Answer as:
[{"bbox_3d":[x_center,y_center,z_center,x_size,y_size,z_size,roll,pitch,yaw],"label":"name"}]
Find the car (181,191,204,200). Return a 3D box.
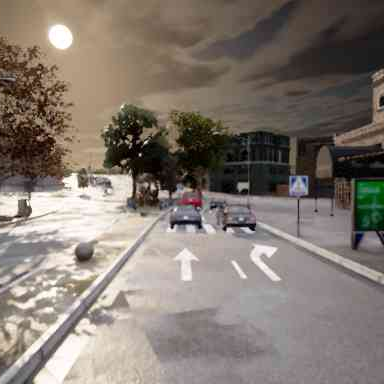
[{"bbox_3d":[0.061,0.919,36.955,2.150,2.045,5.566,0,1,4],"label":"car"}]

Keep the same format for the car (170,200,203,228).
[{"bbox_3d":[-0.399,1.447,21.452,1.994,1.385,4.181,0,0,-1],"label":"car"}]

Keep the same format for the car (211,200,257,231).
[{"bbox_3d":[2.513,1.435,19.837,2.033,1.411,5.357,0,0,-1],"label":"car"}]

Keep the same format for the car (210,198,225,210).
[{"bbox_3d":[2.967,1.296,37.101,1.895,1.301,4.718,0,1,5],"label":"car"}]
